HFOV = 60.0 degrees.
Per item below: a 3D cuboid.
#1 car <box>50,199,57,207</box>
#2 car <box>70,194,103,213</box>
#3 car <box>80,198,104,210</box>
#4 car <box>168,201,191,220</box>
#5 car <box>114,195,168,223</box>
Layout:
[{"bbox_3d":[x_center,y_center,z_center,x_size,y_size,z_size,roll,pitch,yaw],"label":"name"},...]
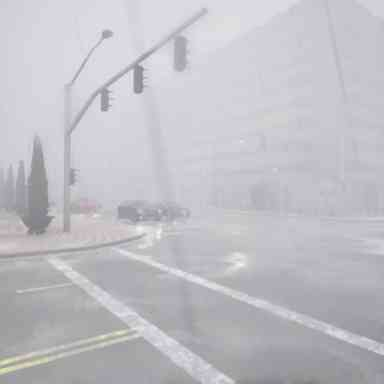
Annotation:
[{"bbox_3d":[-22.589,1.523,52.085,2.128,1.511,4.902,1,0,-35],"label":"car"},{"bbox_3d":[-12.091,1.383,37.264,2.097,1.767,4.553,1,0,-35],"label":"car"},{"bbox_3d":[-13.772,1.584,45.580,1.812,1.442,4.674,1,0,-35],"label":"car"},{"bbox_3d":[-1.994,1.549,28.831,2.128,1.511,4.902,1,0,-35],"label":"car"},{"bbox_3d":[-4.133,1.384,25.782,2.097,1.767,4.553,1,0,-35],"label":"car"}]
